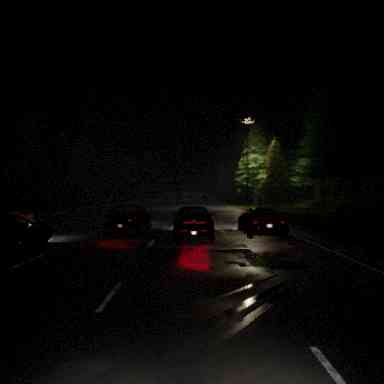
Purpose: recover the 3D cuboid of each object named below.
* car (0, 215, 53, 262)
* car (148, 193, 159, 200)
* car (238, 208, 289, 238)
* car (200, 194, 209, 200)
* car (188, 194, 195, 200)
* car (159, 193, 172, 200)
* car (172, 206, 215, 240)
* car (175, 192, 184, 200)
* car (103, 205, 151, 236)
[{"bbox_3d":[-6.914,1.518,11.877,2.033,1.411,5.357,0,0,0],"label":"car"},{"bbox_3d":[-10.564,1.130,89.060,2.097,1.767,4.553,0,0,0],"label":"car"},{"bbox_3d":[3.584,1.522,17.352,1.994,1.385,4.181,0,0,0],"label":"car"},{"bbox_3d":[3.436,1.373,88.714,1.895,1.301,4.718,0,0,0],"label":"car"},{"bbox_3d":[-0.064,1.373,88.712,1.895,1.301,4.718,0,0,0],"label":"car"},{"bbox_3d":[-7.064,1.300,89.093,1.812,1.442,4.674,0,0,0],"label":"car"},{"bbox_3d":[0.085,1.466,16.705,1.837,1.490,4.892,0,1,0],"label":"car"},{"bbox_3d":[-3.564,1.336,89.062,1.994,1.385,4.181,0,0,0],"label":"car"},{"bbox_3d":[-3.415,1.433,18.249,1.882,1.535,5.008,0,0,0],"label":"car"}]
